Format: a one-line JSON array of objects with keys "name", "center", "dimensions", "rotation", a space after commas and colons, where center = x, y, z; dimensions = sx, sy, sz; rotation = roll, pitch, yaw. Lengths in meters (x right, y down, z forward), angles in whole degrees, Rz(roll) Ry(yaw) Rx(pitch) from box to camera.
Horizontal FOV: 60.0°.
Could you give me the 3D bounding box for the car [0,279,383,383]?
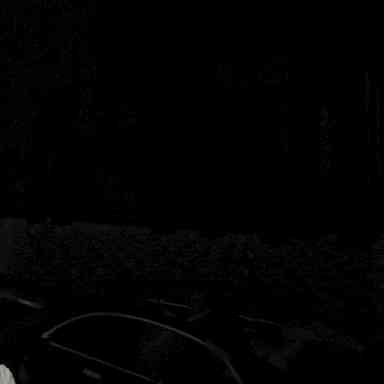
[{"name": "car", "center": [-0.282, 1.569, 3.161], "dimensions": [4.403, 1.369, 2.008], "rotation": [-1, 0, 35]}]
